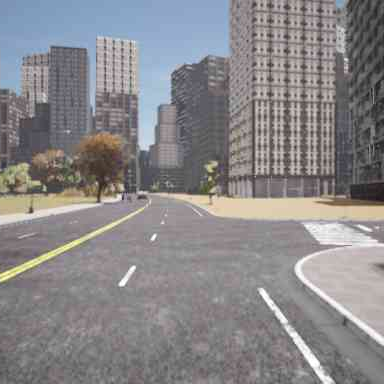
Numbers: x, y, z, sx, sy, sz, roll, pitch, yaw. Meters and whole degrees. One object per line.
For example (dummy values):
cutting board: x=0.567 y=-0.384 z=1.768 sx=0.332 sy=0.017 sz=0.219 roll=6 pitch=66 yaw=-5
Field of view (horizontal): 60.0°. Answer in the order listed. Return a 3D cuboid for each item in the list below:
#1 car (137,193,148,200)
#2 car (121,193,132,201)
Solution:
car: x=-10.205 y=0.979 z=68.730 sx=1.994 sy=1.385 sz=4.181 roll=0 pitch=0 yaw=-6
car: x=-13.437 y=0.954 z=68.387 sx=2.128 sy=1.511 sz=4.902 roll=0 pitch=0 yaw=-6
